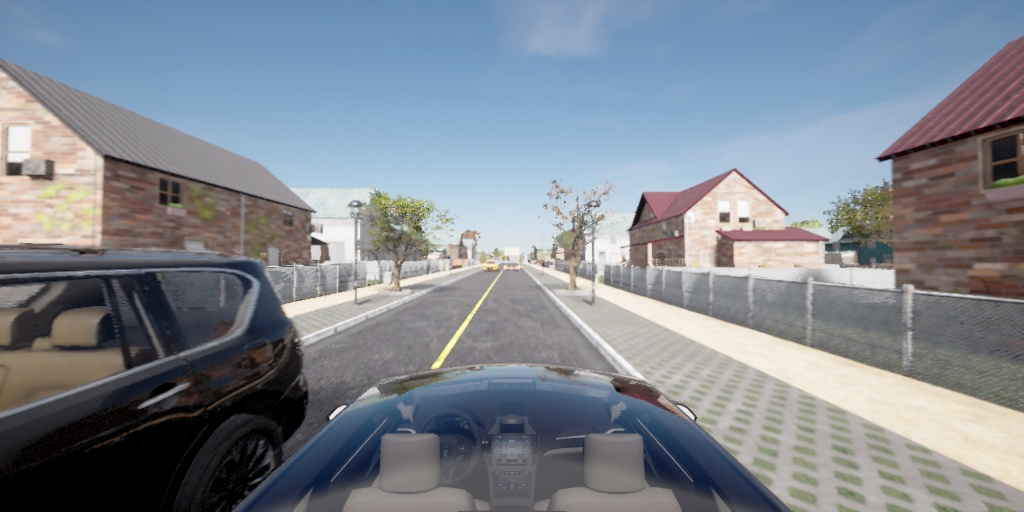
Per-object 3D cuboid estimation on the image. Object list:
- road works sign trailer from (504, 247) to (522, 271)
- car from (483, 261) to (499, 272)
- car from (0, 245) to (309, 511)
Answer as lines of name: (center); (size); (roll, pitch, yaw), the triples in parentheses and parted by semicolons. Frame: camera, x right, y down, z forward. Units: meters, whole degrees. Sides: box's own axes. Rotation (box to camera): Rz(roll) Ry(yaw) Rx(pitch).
road works sign trailer: (0.001, 0.370, 51.177); (2.380, 3.560, 2.880); (0, 0, 0)
car: (-2.827, 1.370, 48.760); (1.882, 1.535, 5.008); (0, -1, 0)
car: (-2.848, 0.970, 0.861); (2.150, 2.045, 5.566); (0, 0, 0)
